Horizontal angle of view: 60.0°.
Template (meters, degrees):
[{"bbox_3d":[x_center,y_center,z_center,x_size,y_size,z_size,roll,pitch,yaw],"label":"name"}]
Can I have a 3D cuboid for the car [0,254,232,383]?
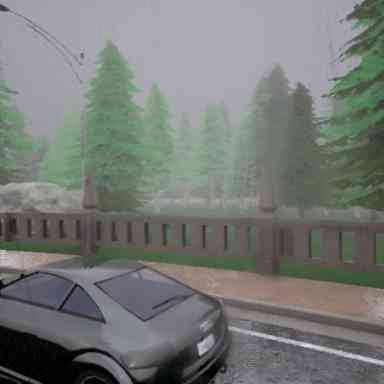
[{"bbox_3d":[-1.589,1.583,4.472,4.181,1.385,1.994,-1,0,30],"label":"car"}]
